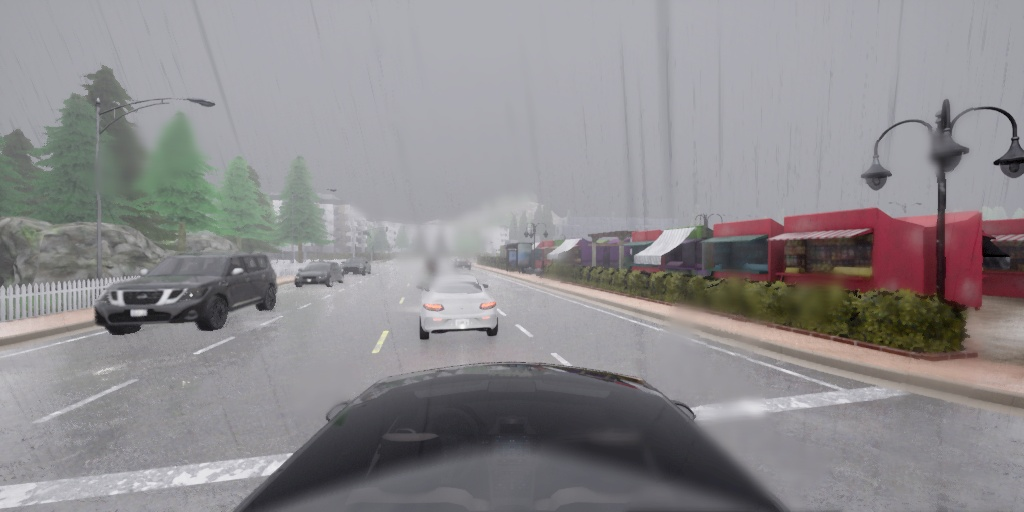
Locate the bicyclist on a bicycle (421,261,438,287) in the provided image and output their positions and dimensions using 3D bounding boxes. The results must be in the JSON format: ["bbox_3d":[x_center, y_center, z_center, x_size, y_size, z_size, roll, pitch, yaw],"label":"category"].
[{"bbox_3d":[-4.483,1.079,19.671,0.582,1.620,1.656,0,1,24],"label":"bicyclist on a bicycle"}]

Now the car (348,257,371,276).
[{"bbox_3d":[-14.485,0.875,33.313,2.097,1.767,4.553,0,0,-13],"label":"car"}]

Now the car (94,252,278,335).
[{"bbox_3d":[-9.131,0.911,10.824,2.150,2.045,5.566,0,1,-14],"label":"car"}]

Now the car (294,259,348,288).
[{"bbox_3d":[-11.886,1.110,22.366,1.837,1.490,4.892,0,0,-13],"label":"car"}]

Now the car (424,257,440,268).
[{"bbox_3d":[-11.309,0.900,50.810,1.837,1.490,4.892,0,0,-13],"label":"car"}]

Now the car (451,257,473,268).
[{"bbox_3d":[-6.014,1.049,43.798,1.895,1.301,4.718,0,0,-13],"label":"car"}]

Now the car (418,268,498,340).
[{"bbox_3d":[-1.560,1.225,9.848,1.812,1.442,4.674,0,0,-13],"label":"car"}]
